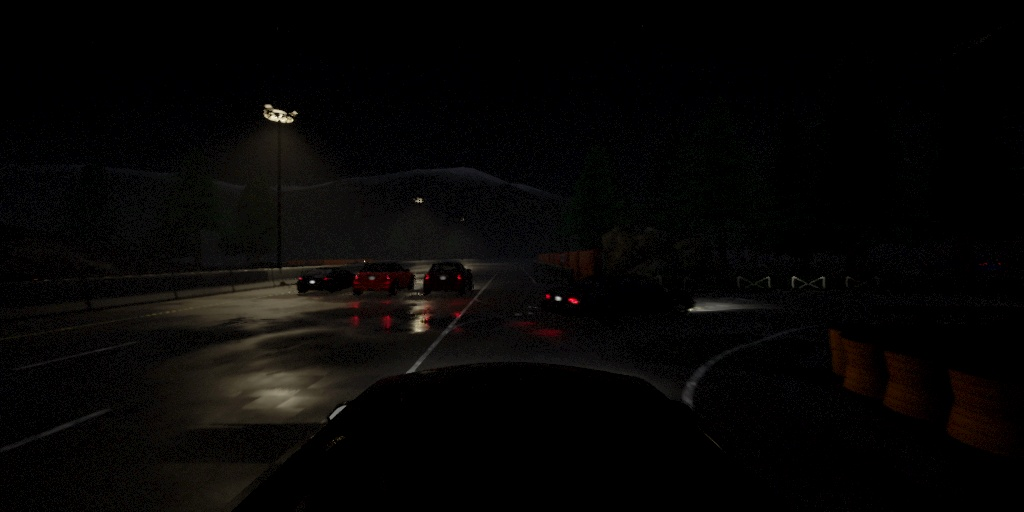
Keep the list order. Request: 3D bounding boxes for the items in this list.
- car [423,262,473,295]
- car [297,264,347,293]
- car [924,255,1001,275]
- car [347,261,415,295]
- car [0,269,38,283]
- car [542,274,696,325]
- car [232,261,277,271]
[{"bbox_3d":[-3.397,1.111,19.779,2.097,1.767,4.553,0,0,0],"label":"car"},{"bbox_3d":[-10.397,1.324,20.666,1.994,1.385,4.181,0,0,0],"label":"car"},{"bbox_3d":[47.588,0.958,38.044,2.150,2.045,5.566,0,0,1],"label":"car"},{"bbox_3d":[-6.896,1.111,19.788,2.097,1.767,4.553,0,0,0],"label":"car"},{"bbox_3d":[-24.597,1.283,15.998,1.812,1.442,4.674,0,0,0],"label":"car"},{"bbox_3d":[3.592,1.303,11.749,5.357,1.411,2.033,0,0,-28],"label":"car"},{"bbox_3d":[-24.586,1.271,34.499,1.837,1.490,4.892,0,0,0],"label":"car"}]
